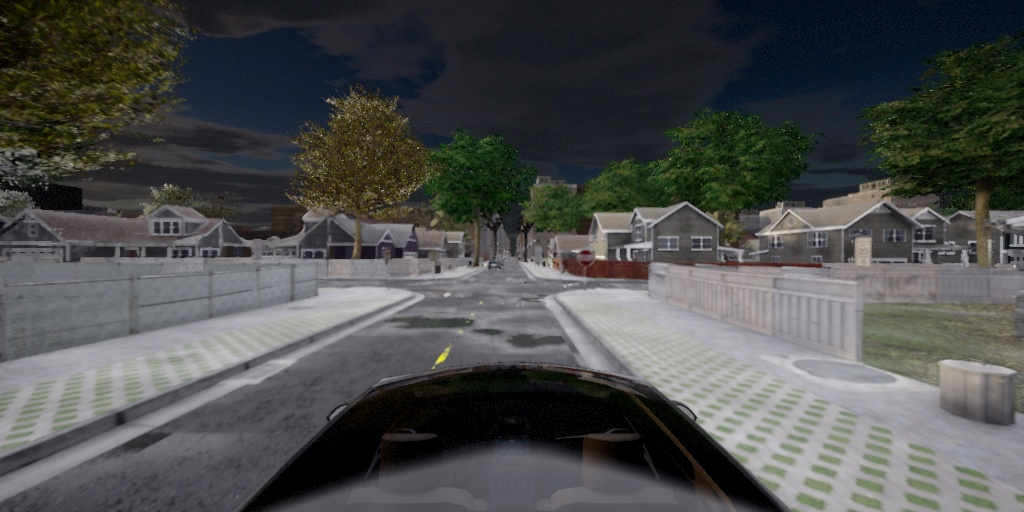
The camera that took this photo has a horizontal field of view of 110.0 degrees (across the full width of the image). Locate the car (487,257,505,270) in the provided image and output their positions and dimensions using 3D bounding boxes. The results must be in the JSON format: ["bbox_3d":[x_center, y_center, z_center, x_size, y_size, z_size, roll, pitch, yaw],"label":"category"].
[{"bbox_3d":[-2.543,1.191,52.645,2.128,1.511,4.902,0,0,1],"label":"car"}]
